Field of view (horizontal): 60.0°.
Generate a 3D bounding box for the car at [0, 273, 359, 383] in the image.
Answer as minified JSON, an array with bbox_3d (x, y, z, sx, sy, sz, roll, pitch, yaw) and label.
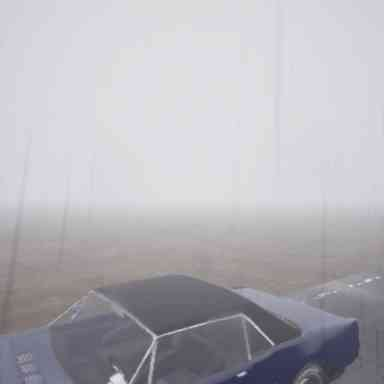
[{"bbox_3d":[-0.550,1.602,3.030,4.718,1.301,1.895,0,0,-36],"label":"car"}]
